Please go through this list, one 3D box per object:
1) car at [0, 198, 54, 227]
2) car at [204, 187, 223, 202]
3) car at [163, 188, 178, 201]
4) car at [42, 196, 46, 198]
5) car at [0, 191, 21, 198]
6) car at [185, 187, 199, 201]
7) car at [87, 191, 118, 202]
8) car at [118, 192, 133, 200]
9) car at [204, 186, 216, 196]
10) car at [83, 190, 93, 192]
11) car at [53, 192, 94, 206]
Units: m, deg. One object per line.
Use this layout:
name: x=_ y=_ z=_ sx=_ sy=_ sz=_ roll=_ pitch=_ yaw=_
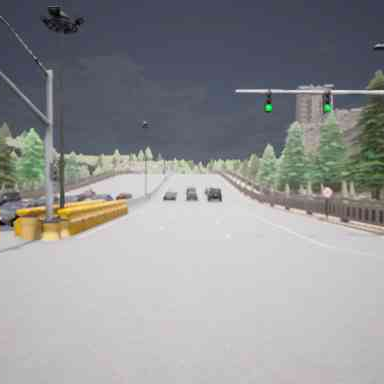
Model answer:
car: x=-10.568 y=1.328 z=20.187 sx=2.128 sy=1.511 sz=4.902 roll=0 pitch=0 yaw=-1
car: x=3.497 y=0.346 z=51.618 sx=2.150 sy=2.045 sz=5.566 roll=0 pitch=4 yaw=0
car: x=-3.514 y=0.610 z=52.747 sx=1.994 sy=1.385 sz=4.181 roll=0 pitch=4 yaw=0
car: x=-17.621 y=1.146 z=41.000 sx=1.812 sy=1.442 sz=4.674 roll=0 pitch=1 yaw=0
car: x=-17.602 y=0.977 z=30.247 sx=2.150 sy=2.045 sz=5.566 roll=0 pitch=0 yaw=0
car: x=-0.008 y=0.579 z=52.362 sx=1.837 sy=1.490 sz=4.892 roll=0 pitch=4 yaw=0
car: x=-10.623 y=1.011 z=39.318 sx=2.097 sy=1.767 sz=4.553 roll=0 pitch=1 yaw=0
car: x=-10.625 y=0.667 z=52.423 sx=1.895 sy=1.301 sz=4.718 roll=0 pitch=4 yaw=0
car: x=3.338 y=-0.281 z=62.231 sx=1.812 sy=1.442 sz=4.674 roll=0 pitch=6 yaw=0
car: x=-17.631 y=0.346 z=56.468 sx=1.994 sy=1.385 sz=4.181 roll=0 pitch=5 yaw=0
car: x=-10.604 y=1.116 z=29.292 sx=2.097 sy=1.767 sz=4.553 roll=0 pitch=0 yaw=0
